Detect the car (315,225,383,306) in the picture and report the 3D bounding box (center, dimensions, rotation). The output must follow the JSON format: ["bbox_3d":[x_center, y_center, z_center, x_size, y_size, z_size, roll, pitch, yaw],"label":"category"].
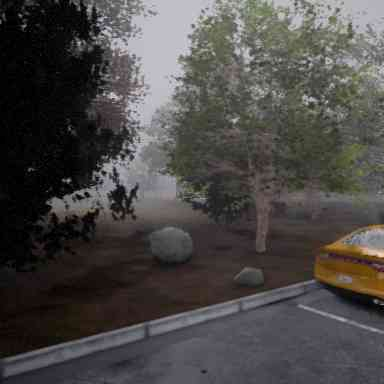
[{"bbox_3d":[4.927,1.484,7.550,5.008,1.535,2.097,0,1,-33],"label":"car"}]
